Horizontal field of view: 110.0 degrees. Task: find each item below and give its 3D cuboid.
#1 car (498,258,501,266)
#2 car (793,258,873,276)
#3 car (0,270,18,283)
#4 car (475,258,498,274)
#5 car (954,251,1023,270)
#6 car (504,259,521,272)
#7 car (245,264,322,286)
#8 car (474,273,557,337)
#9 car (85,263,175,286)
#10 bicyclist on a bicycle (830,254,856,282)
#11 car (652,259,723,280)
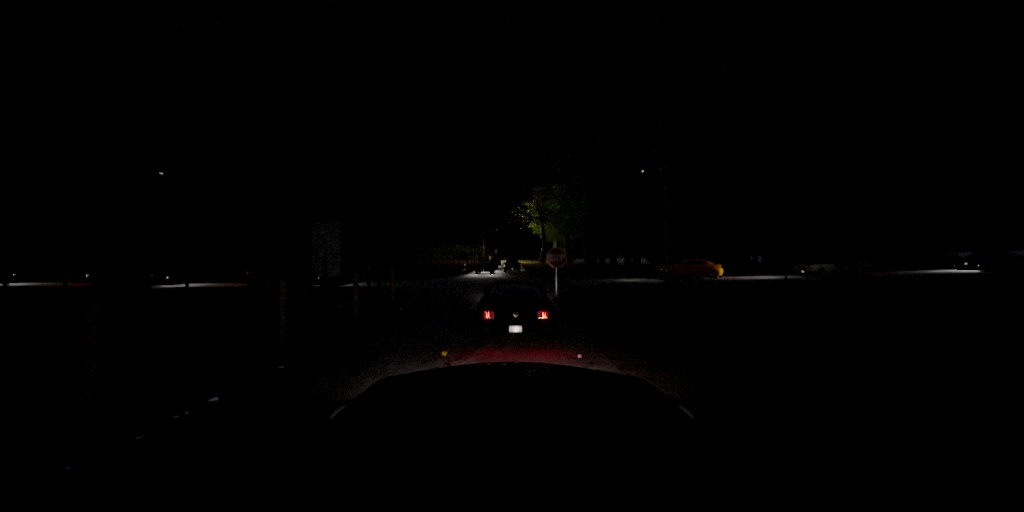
[{"bbox_3d":[-2.924,1.205,49.784,1.895,1.301,4.718,0,0,0],"label":"car"},{"bbox_3d":[24.519,0.827,27.550,4.718,1.301,1.895,-2,-1,0],"label":"car"},{"bbox_3d":[-37.247,1.158,24.308,5.357,1.411,2.033,1,-1,0],"label":"car"},{"bbox_3d":[-2.948,1.198,39.984,1.812,1.442,4.674,0,0,1],"label":"car"},{"bbox_3d":[36.916,0.344,27.602,4.181,1.385,1.994,-2,-1,0],"label":"car"},{"bbox_3d":[0.019,1.156,43.494,1.837,1.490,4.892,0,0,0],"label":"car"},{"bbox_3d":[-15.503,1.252,24.404,4.674,1.442,1.812,0,-1,0],"label":"car"},{"bbox_3d":[0.082,1.344,10.225,1.895,1.301,4.718,0,0,0],"label":"car"},{"bbox_3d":[-25.825,1.225,24.356,4.892,1.490,1.837,0,-1,0],"label":"car"},{"bbox_3d":[19.857,0.728,21.540,0.582,1.620,1.656,-1,-1,0],"label":"bicyclist on a bicycle"},{"bbox_3d":[13.381,0.992,27.493,5.008,1.535,1.882,-1,-1,0],"label":"car"}]
